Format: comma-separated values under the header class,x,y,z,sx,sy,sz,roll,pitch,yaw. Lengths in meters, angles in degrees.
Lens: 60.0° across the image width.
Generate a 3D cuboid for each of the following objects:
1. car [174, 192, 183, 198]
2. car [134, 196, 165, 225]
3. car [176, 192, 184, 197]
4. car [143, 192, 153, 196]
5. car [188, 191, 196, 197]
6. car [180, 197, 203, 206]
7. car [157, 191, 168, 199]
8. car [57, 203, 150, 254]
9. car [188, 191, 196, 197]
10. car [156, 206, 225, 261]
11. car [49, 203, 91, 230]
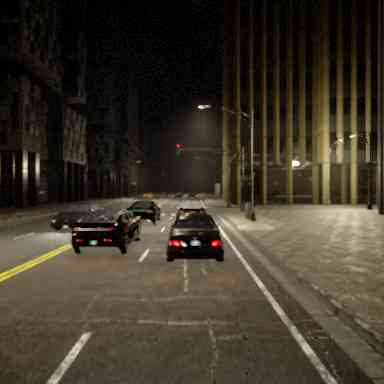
class,x,y,z,sx,sy,sz,roll,pitch,yaw
car,-3.286,0.770,79.957,2.128,1.511,4.902,0,1,0
car,-3.161,1.307,22.448,1.882,1.535,5.008,0,0,0
car,-3.290,0.569,90.408,1.895,1.301,4.718,0,1,0
car,-9.784,0.792,74.349,1.882,1.535,5.008,0,1,0
car,-0.036,0.745,79.958,1.837,1.490,4.892,0,1,0
car,-0.009,1.328,21.559,2.128,1.511,4.902,0,0,0
car,-6.534,0.669,74.379,2.097,1.767,4.553,0,1,0
car,-3.155,1.397,13.073,2.128,1.511,4.902,0,0,0
car,-0.040,0.500,90.378,2.128,1.511,4.902,0,1,0
car,0.096,1.463,11.816,2.033,1.411,5.357,0,0,0
car,-6.571,1.398,19.965,2.033,1.411,5.357,0,0,0
